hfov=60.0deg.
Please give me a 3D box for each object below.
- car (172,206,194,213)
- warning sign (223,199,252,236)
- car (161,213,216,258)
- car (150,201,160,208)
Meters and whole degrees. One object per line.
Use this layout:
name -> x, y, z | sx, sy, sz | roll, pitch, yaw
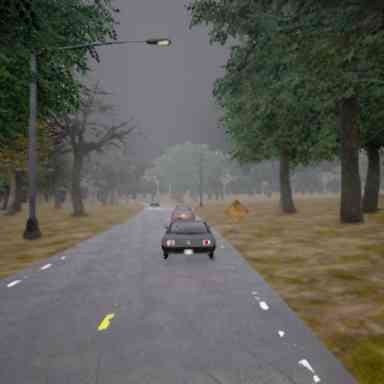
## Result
car -> -0.785, 1.874, 28.565 | 1.994, 1.385, 4.181 | 0, -1, -3
warning sign -> 2.344, 1.306, 17.393 | 1.300, 1.860, 1.060 | -1, -2, -2
car -> -0.151, 1.745, 13.361 | 1.895, 1.301, 4.718 | 0, -1, -1
car -> -7.292, 2.388, 65.387 | 1.895, 1.301, 4.718 | 0, -1, -7
